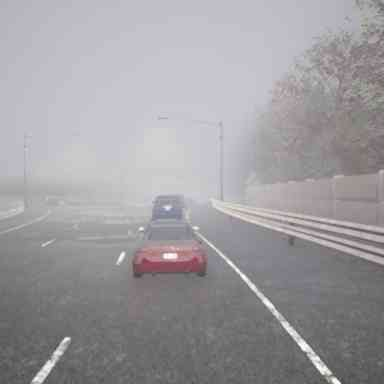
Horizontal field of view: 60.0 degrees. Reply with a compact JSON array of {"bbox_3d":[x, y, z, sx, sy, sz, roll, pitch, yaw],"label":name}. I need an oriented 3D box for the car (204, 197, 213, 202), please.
[{"bbox_3d":[4.319,2.202,89.886,1.895,1.301,4.718,0,-3,10],"label":"car"}]

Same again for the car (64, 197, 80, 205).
[{"bbox_3d":[-21.224,1.589,58.897,1.994,1.385,4.181,0,0,-32],"label":"car"}]

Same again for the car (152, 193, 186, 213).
[{"bbox_3d":[-1.768,1.207,24.656,2.150,2.045,5.566,0,0,-3],"label":"car"}]

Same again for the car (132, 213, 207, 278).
[{"bbox_3d":[-0.705,1.558,10.244,1.994,1.385,4.181,0,0,-5],"label":"car"}]

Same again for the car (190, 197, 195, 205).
[{"bbox_3d":[-0.616,1.501,58.454,2.033,1.411,5.357,0,0,8],"label":"car"}]

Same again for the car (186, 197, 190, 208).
[{"bbox_3d":[-1.886,1.191,44.998,2.150,2.045,5.566,0,0,3],"label":"car"}]

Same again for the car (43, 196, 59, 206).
[{"bbox_3d":[-24.230,1.542,57.146,1.837,1.490,4.892,0,0,-32],"label":"car"}]
